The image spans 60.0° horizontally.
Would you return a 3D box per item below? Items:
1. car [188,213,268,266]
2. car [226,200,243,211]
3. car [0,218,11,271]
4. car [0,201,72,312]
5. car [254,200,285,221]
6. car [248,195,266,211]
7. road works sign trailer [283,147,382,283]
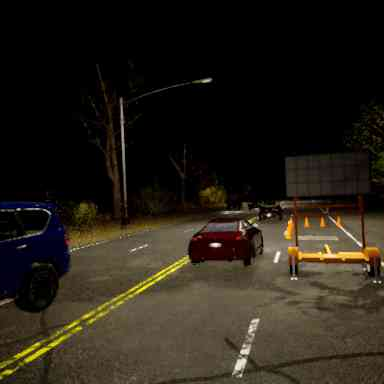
[{"bbox_3d":[1.323,1.614,11.648,1.994,1.385,4.181,-4,-4,18],"label":"car"},{"bbox_3d":[6.169,1.918,47.960,1.837,1.490,4.892,-3,-1,18],"label":"car"},{"bbox_3d":[-7.005,1.494,7.876,1.837,1.490,4.892,0,-1,17],"label":"car"},{"bbox_3d":[-4.315,1.221,5.208,2.150,2.045,5.566,0,0,18],"label":"car"},{"bbox_3d":[6.842,1.636,28.630,1.837,1.490,4.892,-4,-3,18],"label":"car"},{"bbox_3d":[9.282,1.492,47.077,2.150,2.045,5.566,-3,-1,18],"label":"car"},{"bbox_3d":[4.065,0.537,9.998,2.380,3.560,2.880,-3,-1,18],"label":"road works sign trailer"}]
